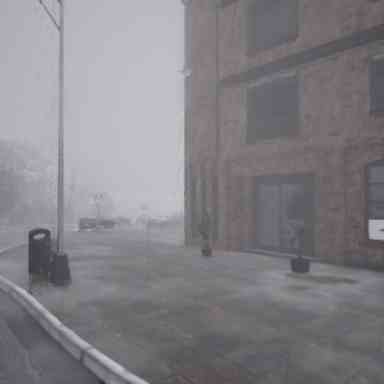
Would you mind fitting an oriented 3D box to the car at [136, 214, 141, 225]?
[{"bbox_3d":[-7.326,4.276,52.719,2.097,1.767,4.553,0,-4,12],"label":"car"}]

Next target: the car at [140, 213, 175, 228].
[{"bbox_3d":[-3.822,3.412,37.860,2.002,1.452,4.674,1,-4,12],"label":"car"}]

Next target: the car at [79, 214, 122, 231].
[{"bbox_3d":[-8.399,2.747,30.108,1.882,1.535,5.008,0,-4,9],"label":"car"}]

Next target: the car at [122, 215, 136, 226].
[{"bbox_3d":[-9.382,3.658,42.799,1.882,1.535,5.008,0,-4,12],"label":"car"}]

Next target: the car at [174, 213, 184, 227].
[{"bbox_3d":[-2.724,3.803,43.231,2.163,1.488,4.792,0,-4,12],"label":"car"}]

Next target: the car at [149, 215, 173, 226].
[{"bbox_3d":[-4.560,4.233,49.731,2.128,1.511,4.902,0,-4,12],"label":"car"}]

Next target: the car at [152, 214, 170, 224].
[{"bbox_3d":[-5.637,4.901,61.061,2.097,1.767,4.553,0,-4,12],"label":"car"}]
